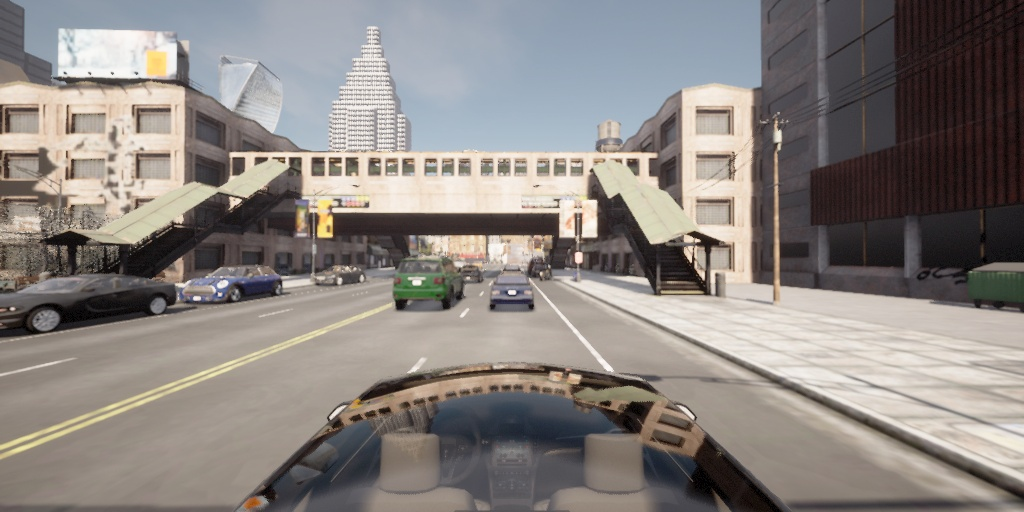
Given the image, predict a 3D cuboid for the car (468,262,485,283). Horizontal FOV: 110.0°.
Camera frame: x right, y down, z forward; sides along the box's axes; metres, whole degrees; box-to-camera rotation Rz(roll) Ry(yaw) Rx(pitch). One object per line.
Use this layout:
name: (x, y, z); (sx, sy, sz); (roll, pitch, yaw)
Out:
car: (-3.497, 1.534, 31.162); (1.837, 1.490, 4.892); (0, 0, 0)

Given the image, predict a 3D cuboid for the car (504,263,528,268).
car: (0.003, 1.519, 31.143); (2.128, 1.511, 4.902); (0, 0, 0)

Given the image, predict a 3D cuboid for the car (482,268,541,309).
car: (-0.001, 1.430, 15.840); (2.033, 1.411, 5.357); (0, -1, 0)

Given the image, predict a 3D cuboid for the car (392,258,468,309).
car: (-3.501, 1.099, 15.877); (2.150, 2.045, 5.566); (0, 0, 0)
